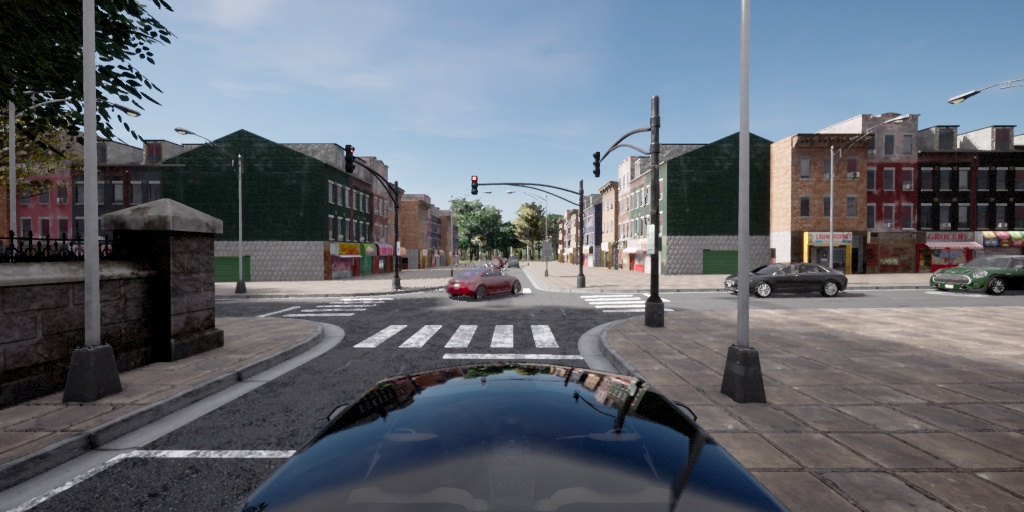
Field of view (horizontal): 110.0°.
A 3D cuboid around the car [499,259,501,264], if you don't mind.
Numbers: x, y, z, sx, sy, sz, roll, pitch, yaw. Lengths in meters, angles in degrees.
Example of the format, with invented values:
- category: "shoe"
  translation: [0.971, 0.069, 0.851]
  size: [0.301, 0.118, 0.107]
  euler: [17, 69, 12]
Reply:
- category: "car"
  translation: [-2.519, 1.335, 38.966]
  size: [1.948, 1.339, 4.313]
  euler: [0, 0, 0]

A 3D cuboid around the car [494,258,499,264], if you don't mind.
- category: "car"
  translation: [-2.537, 1.204, 33.532]
  size: [1.967, 1.591, 4.097]
  euler: [0, 0, 0]

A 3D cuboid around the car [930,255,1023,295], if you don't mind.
- category: "car"
  translation: [22.100, 0.763, 16.280]
  size: [4.553, 1.767, 2.097]
  euler: [-1, 1, 0]

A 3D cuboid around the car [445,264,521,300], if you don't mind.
- category: "car"
  translation: [-1.345, 1.317, 18.087]
  size: [1.994, 1.385, 4.181]
  euler: [0, 0, 37]

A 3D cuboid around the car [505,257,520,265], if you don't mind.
- category: "car"
  translation: [0.297, 1.295, 61.910]
  size: [2.128, 1.511, 4.902]
  euler: [0, 0, 0]

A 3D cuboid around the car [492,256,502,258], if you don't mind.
- category: "car"
  translation: [-2.832, 1.259, 60.907]
  size: [1.801, 1.575, 5.366]
  euler: [0, 0, 0]

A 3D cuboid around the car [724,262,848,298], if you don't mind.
- category: "car"
  translation: [12.322, 1.046, 16.316]
  size: [4.892, 1.490, 1.837]
  euler: [-1, 1, 0]

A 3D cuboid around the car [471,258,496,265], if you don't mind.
- category: "car"
  translation: [-2.555, 1.199, 28.097]
  size: [1.967, 1.591, 4.097]
  euler: [0, 0, 0]

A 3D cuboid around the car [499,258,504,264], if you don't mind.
- category: "car"
  translation: [-2.483, 1.329, 49.835]
  size: [1.888, 1.381, 4.507]
  euler: [0, 0, 0]
